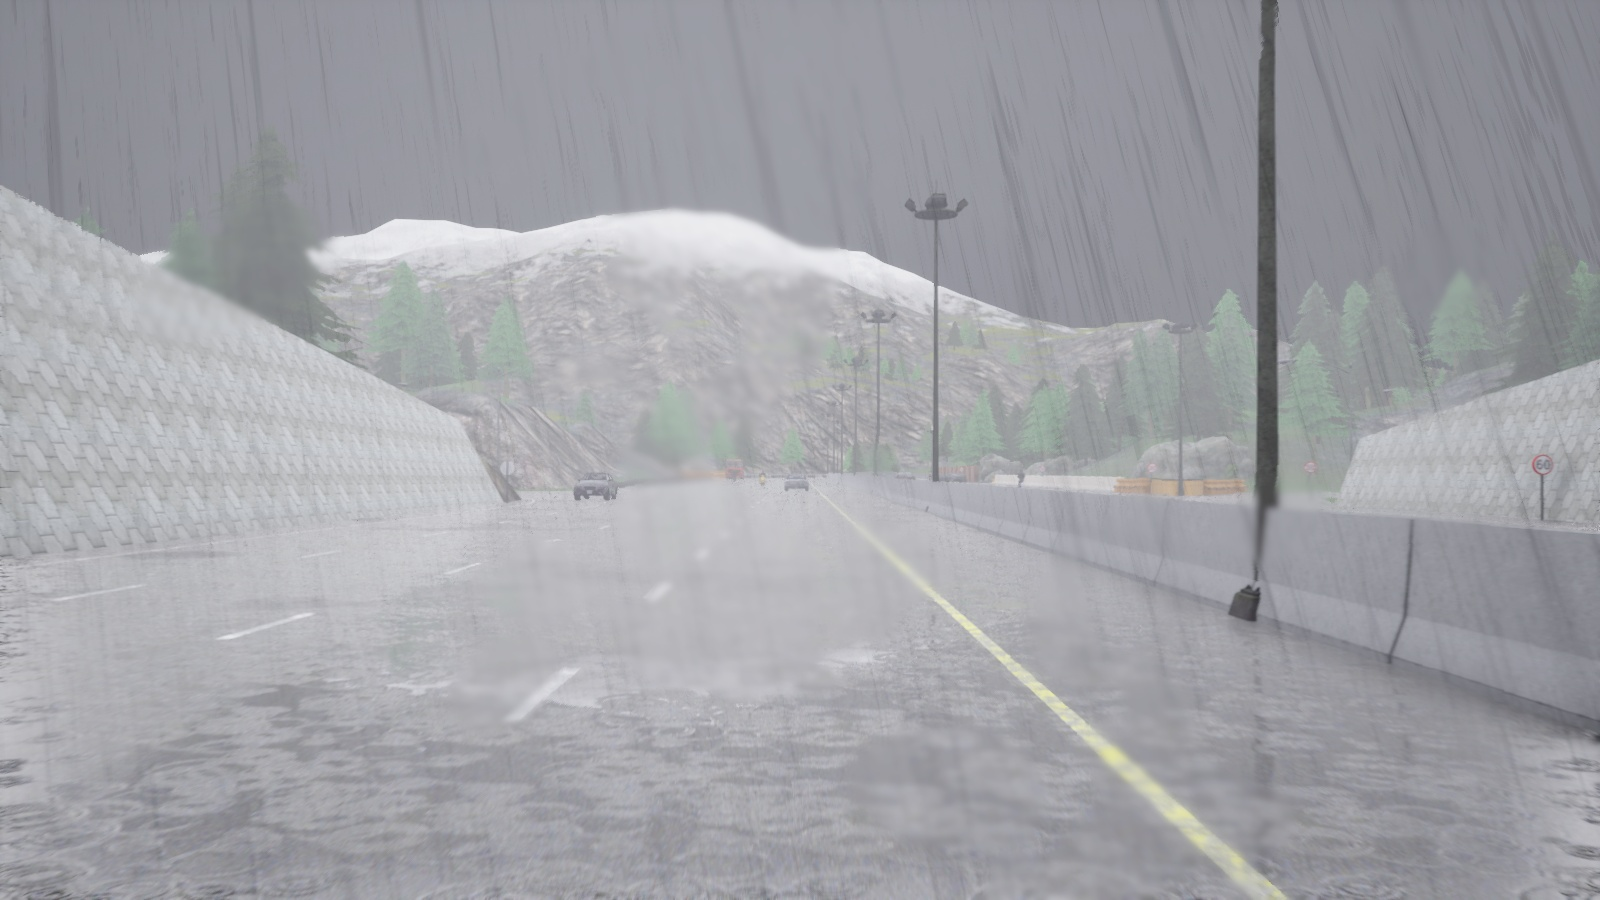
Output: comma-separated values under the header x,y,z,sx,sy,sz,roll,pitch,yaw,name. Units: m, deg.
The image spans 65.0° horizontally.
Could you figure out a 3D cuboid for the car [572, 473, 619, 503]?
x,y,z,sx,sy,sz,roll,pitch,yaw,name
-10.659,1.972,65.749,1.816,1.474,4.193,0,-1,0,car
